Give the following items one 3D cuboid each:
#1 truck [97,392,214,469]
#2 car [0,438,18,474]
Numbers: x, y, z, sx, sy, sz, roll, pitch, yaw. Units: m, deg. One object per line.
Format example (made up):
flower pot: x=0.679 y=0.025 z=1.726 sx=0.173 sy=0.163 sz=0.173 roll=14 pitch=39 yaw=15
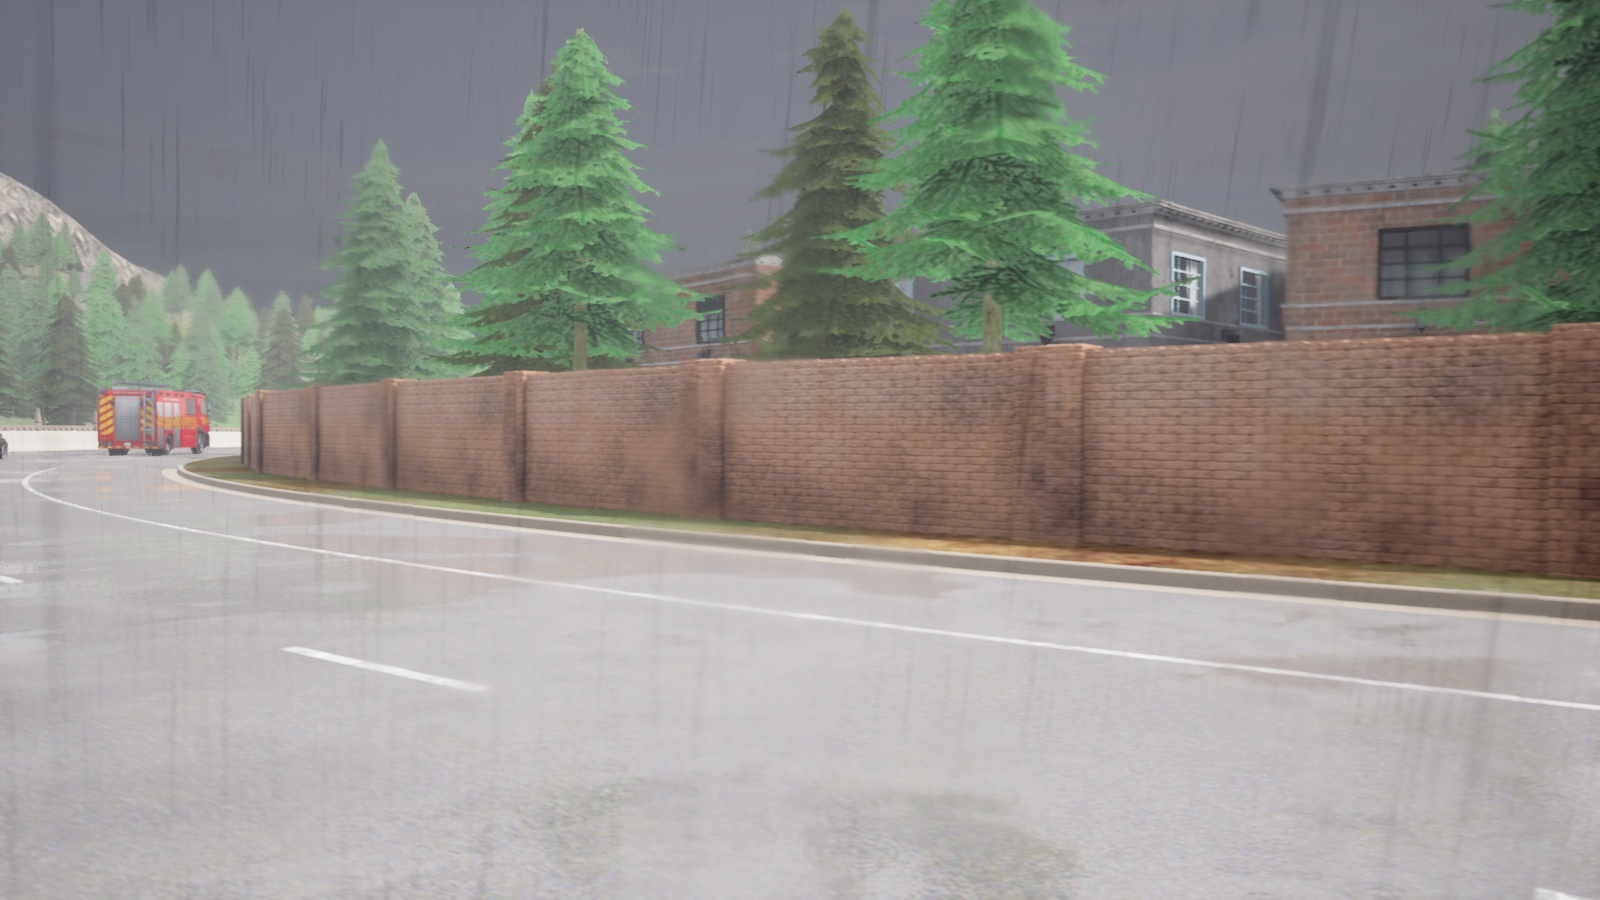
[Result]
truck: x=-34.364 y=-1.034 z=67.371 sx=2.891 sy=3.827 sz=8.468 roll=-1 pitch=1 yaw=-8
car: x=-34.792 y=0.289 z=52.672 sx=2.128 sy=1.511 sz=4.902 roll=-1 pitch=1 yaw=-16
